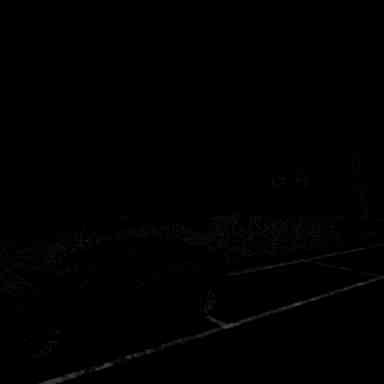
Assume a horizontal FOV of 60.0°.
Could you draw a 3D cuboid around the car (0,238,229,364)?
[{"bbox_3d":[-1.270,1.559,5.864,4.313,1.339,1.947,0,0,-36],"label":"car"}]
